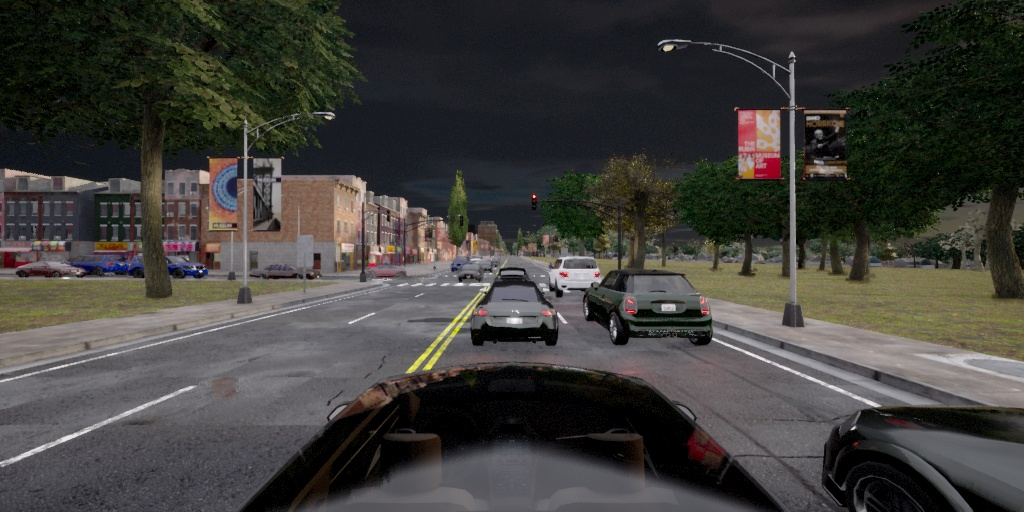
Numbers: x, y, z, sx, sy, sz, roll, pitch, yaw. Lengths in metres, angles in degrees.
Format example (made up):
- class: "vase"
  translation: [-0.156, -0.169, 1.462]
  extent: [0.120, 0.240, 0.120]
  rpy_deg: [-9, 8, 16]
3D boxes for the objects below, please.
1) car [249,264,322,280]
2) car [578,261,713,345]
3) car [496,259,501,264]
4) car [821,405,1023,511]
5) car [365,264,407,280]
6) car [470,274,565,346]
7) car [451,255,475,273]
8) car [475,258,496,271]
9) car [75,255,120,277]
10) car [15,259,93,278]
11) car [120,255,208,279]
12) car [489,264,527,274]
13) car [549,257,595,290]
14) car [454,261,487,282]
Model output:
- class: "car"
  translation: [-19.419, 1.383, 30.892]
  extent: [5.357, 1.411, 2.033]
  rpy_deg: [1, 0, -3]
- class: "car"
  translation: [3.315, 1.121, 9.693]
  extent: [2.097, 1.767, 4.553]
  rpy_deg: [0, 0, 0]
- class: "car"
  translation: [-3.417, 1.308, 61.488]
  extent: [1.994, 1.385, 4.181]
  rpy_deg: [0, 1, 0]
- class: "car"
  translation: [3.341, 1.314, 0.966]
  extent: [1.994, 1.385, 4.181]
  rpy_deg: [0, 0, 0]
- class: "car"
  translation: [-12.156, 1.488, 34.133]
  extent: [4.181, 1.385, 1.994]
  rpy_deg: [0, 0, -20]
- class: "car"
  translation: [0.063, 1.332, 9.497]
  extent: [1.994, 1.385, 4.181]
  rpy_deg: [0, 0, 0]
- class: "car"
  translation: [-6.671, 1.075, 47.491]
  extent: [2.150, 2.045, 5.566]
  rpy_deg: [0, 0, 0]
- class: "car"
  translation: [-3.418, 1.364, 46.296]
  extent: [1.837, 1.490, 4.892]
  rpy_deg: [0, 1, 0]
- class: "car"
  translation: [-39.553, 0.913, 33.867]
  extent: [5.566, 2.045, 2.150]
  rpy_deg: [0, 0, 0]
- class: "car"
  translation: [-39.734, 1.194, 30.927]
  extent: [4.674, 1.442, 1.812]
  rpy_deg: [0, 0, 0]
- class: "car"
  translation: [-29.607, 0.964, 30.927]
  extent: [5.566, 2.045, 2.150]
  rpy_deg: [0, 0, 0]
- class: "car"
  translation: [0.018, 1.331, 18.409]
  extent: [1.837, 1.490, 4.892]
  rpy_deg: [0, 0, 0]
- class: "car"
  translation: [3.268, 1.054, 19.407]
  extent: [2.150, 2.045, 5.566]
  rpy_deg: [0, 0, 0]
- class: "car"
  translation: [-3.393, 1.387, 30.303]
  extent: [1.837, 1.490, 4.892]
  rpy_deg: [0, 0, 0]
